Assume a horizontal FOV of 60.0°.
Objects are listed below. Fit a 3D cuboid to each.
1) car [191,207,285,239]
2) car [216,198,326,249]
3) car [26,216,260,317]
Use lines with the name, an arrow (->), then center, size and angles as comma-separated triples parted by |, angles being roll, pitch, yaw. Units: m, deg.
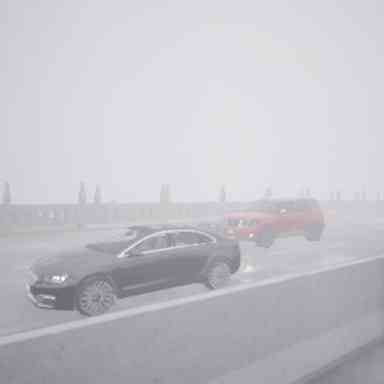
car -> 2.708, 1.619, 18.828 | 5.357, 1.411, 2.033 | 0, 0, -36
car -> 3.861, 1.288, 15.351 | 5.566, 2.045, 2.150 | 0, 0, -36
car -> -1.026, 1.511, 7.562 | 4.902, 1.511, 2.128 | 0, 0, -36
